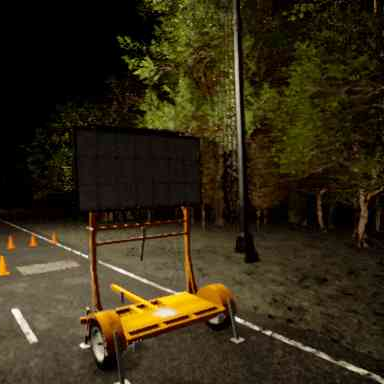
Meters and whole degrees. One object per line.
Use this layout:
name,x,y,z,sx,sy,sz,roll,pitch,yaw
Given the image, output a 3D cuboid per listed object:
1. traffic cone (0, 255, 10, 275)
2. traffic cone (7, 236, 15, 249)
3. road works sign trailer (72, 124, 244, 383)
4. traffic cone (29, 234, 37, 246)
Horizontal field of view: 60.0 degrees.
traffic cone,-6.117,2.348,10.754,0.340,0.580,0.340,-2,0,-36
traffic cone,-8.832,2.426,16.196,0.340,0.580,0.340,-2,0,-36
road works sign trailer,-0.926,0.692,5.938,2.380,3.560,2.880,-2,0,-36
traffic cone,-8.023,2.398,16.784,0.340,0.580,0.340,-2,0,-36
